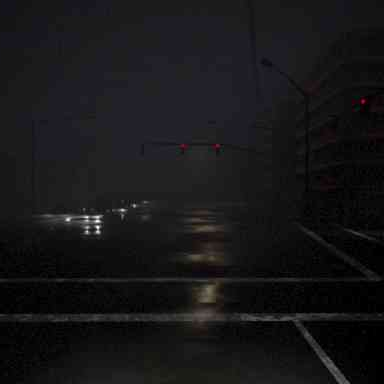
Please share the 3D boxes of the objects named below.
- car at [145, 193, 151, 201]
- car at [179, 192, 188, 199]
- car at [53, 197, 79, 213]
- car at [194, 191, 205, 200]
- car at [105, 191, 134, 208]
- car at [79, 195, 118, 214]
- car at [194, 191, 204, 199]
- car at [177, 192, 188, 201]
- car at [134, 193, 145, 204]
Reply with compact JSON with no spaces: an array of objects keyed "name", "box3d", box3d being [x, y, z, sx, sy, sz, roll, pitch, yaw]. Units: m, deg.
[{"name":"car","box3d":[-9.086,0.948,63.513,2.033,1.411,5.357,0,1,1]},{"name":"car","box3d":[-1.887,0.742,75.821,2.033,1.411,5.357,0,1,1]},{"name":"car","box3d":[-13.003,1.346,35.359,1.882,1.535,5.008,0,1,1]},{"name":"car","box3d":[1.581,0.855,65.439,2.128,1.511,4.902,0,1,1]},{"name":"car","box3d":[-9.397,1.106,43.333,2.097,1.767,4.553,0,1,1]},{"name":"car","box3d":[-9.515,1.369,34.292,2.128,1.511,4.902,0,1,1]},{"name":"car","box3d":[1.613,0.556,75.829,2.097,1.767,4.553,0,1,1]},{"name":"car","box3d":[-1.926,0.917,65.170,2.033,1.411,5.357,0,1,1]},{"name":"car","box3d":[-9.274,1.132,52.978,2.033,1.411,5.357,0,1,1]}]
